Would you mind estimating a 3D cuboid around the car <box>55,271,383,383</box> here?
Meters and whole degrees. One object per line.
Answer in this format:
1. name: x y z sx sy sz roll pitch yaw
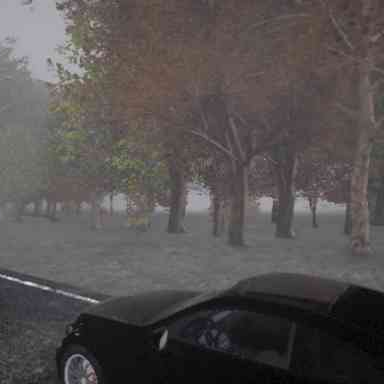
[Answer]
1. car: 0.700 1.513 3.073 4.674 1.442 1.812 1 0 36
